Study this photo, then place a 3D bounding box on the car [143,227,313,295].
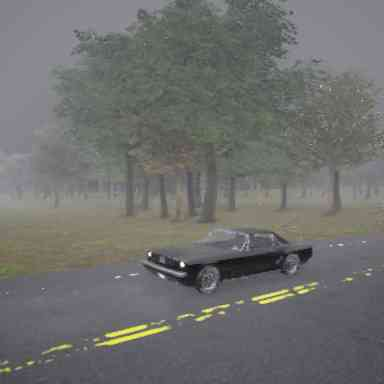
[{"bbox_3d":[1.112,1.657,8.984,4.718,1.301,1.895,1,0,-36],"label":"car"}]
